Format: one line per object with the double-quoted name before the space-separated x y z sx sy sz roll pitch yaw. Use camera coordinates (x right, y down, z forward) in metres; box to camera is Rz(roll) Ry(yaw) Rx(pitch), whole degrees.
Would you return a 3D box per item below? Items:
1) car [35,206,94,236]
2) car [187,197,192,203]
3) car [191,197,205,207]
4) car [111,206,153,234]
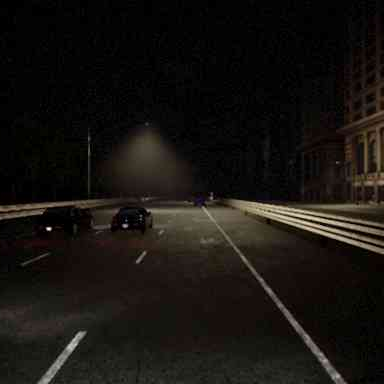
"car" -6.900 1.533 18.456 1.837 1.490 4.892 0 0 0
"car" 0.000 1.758 73.955 1.994 1.385 4.181 0 -1 0
"car" 1.225 1.726 55.505 1.812 1.442 4.674 0 0 0
"car" -3.400 1.557 19.254 1.812 1.442 4.674 0 0 0
